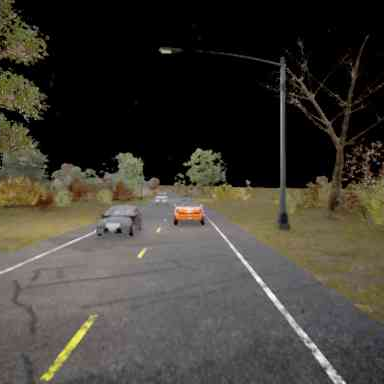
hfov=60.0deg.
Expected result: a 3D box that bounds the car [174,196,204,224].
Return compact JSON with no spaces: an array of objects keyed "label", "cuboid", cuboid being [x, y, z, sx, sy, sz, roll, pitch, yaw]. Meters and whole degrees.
[{"label":"car","cuboid":[-0.241,1.334,24.678,2.097,1.767,4.553,0,0,-1]}]

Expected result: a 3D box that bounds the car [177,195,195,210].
[{"label":"car","cuboid":[-0.843,1.311,42.146,2.097,1.767,4.553,0,0,-2]}]

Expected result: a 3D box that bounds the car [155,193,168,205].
[{"label":"car","cuboid":[-5.306,1.152,58.252,2.150,2.045,5.566,0,0,-3]}]

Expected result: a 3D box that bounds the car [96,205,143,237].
[{"label":"car","cuboid":[-3.791,1.483,18.096,2.128,1.511,4.902,0,0,-1]}]
